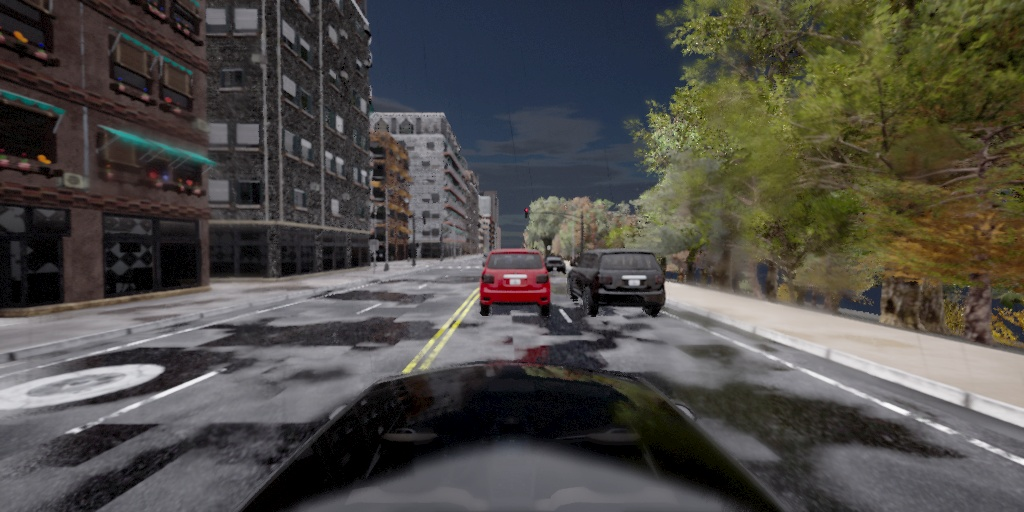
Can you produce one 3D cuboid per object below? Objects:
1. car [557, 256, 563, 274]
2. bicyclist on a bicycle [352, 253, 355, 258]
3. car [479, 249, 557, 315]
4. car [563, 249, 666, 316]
[{"bbox_3d":[3.351,0.717,30.218,1.837,1.490,4.892,0,1,0],"label":"car"},{"bbox_3d":[-24.876,0.313,56.001,0.582,1.620,1.656,-1,2,-1],"label":"bicyclist on a bicycle"},{"bbox_3d":[0.094,0.763,12.691,2.150,2.045,5.566,0,1,0],"label":"car"},{"bbox_3d":[3.347,0.768,12.481,2.150,2.045,5.566,0,1,0],"label":"car"}]
